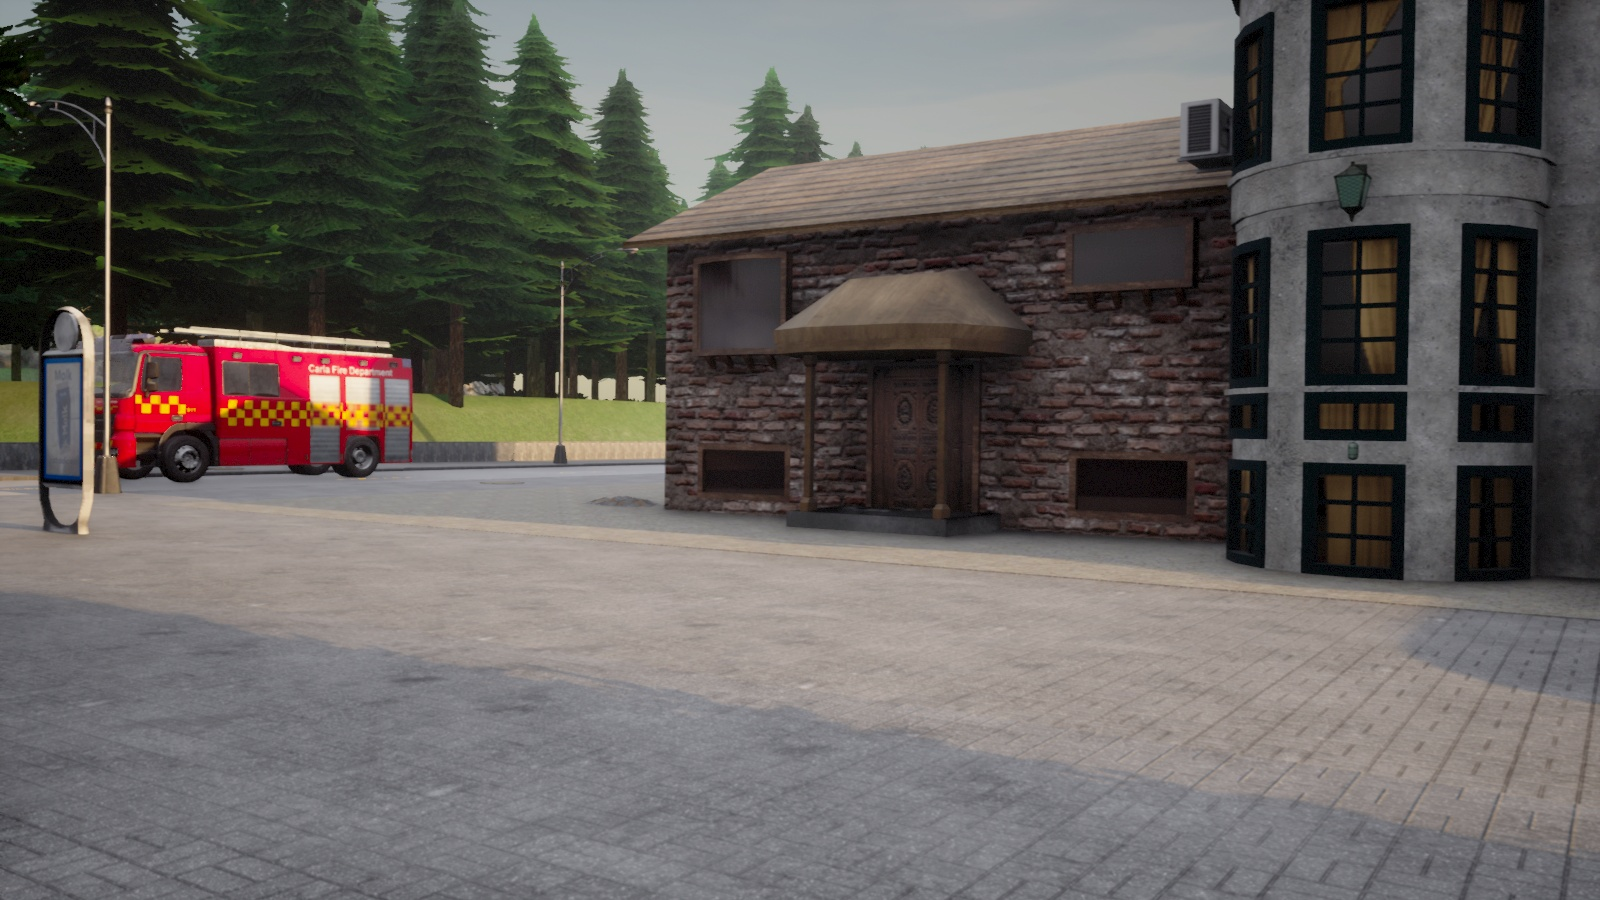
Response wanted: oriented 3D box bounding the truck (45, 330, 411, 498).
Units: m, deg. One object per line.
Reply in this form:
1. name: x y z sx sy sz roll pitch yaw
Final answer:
1. truck: -14.615 -0.897 32.970 2.891 3.827 8.468 0 1 34
